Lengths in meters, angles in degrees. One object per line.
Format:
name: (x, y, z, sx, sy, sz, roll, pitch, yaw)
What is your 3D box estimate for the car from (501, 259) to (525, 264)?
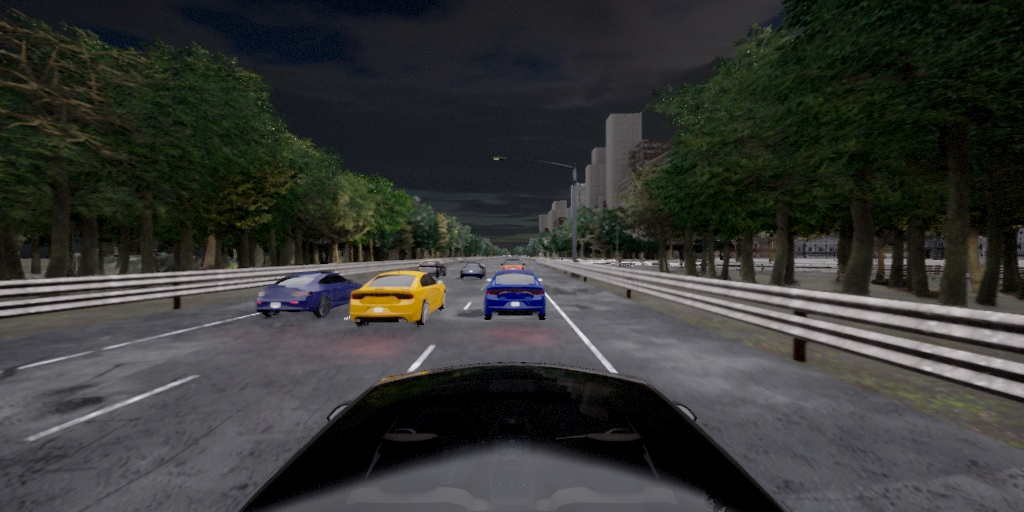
car: (0.090, 1.032, 31.054, 2.097, 1.767, 4.553, 0, 0, 0)

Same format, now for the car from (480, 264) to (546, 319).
car: (0.096, 1.216, 12.700, 1.882, 1.535, 5.008, 0, 0, 0)

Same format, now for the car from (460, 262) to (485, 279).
car: (-3.411, 1.241, 31.880, 1.994, 1.385, 4.181, 0, 0, 0)

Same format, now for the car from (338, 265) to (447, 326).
car: (-3.404, 1.218, 11.611, 1.882, 1.535, 5.008, 0, 0, 0)

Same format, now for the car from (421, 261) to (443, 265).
car: (-6.912, 1.171, 31.264, 2.128, 1.511, 4.902, 0, 0, 0)

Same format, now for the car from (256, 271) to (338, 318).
car: (-6.907, 1.263, 12.771, 1.812, 1.442, 4.674, 0, 0, 0)
